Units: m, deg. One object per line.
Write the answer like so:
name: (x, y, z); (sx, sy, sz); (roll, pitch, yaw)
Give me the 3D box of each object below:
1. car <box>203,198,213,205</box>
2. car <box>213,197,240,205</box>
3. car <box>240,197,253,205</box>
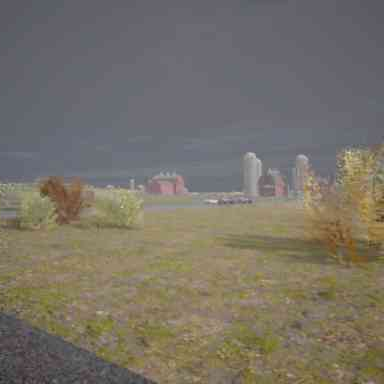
car: (3.967, 1.735, 62.212); (1.895, 1.301, 4.718); (0, -1, 36)
car: (6.212, 1.643, 59.278); (1.812, 1.442, 4.674); (0, -1, 36)
car: (10.356, 1.723, 65.093); (1.812, 1.442, 4.674); (0, -1, 36)
